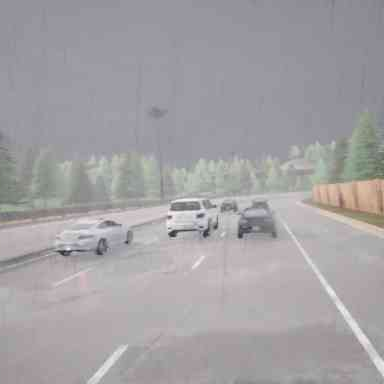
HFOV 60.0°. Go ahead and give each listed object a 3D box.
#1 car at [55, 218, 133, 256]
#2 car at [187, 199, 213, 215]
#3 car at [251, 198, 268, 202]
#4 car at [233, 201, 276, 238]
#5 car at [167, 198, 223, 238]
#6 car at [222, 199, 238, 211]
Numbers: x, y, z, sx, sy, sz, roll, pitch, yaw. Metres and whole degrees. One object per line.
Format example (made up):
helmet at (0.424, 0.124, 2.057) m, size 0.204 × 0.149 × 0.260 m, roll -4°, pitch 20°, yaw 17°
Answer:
car at (-4.262, 1.901, 14.951) m, size 1.812 × 1.442 × 4.674 m, roll -3°, pitch 0°, yaw 12°
car at (1.046, 1.778, 40.355) m, size 2.128 × 1.511 × 4.902 m, roll -3°, pitch 0°, yaw 12°
car at (7.882, 1.402, 38.882) m, size 1.812 × 1.442 × 4.674 m, roll -3°, pitch 0°, yaw 12°
car at (3.398, 1.478, 17.432) m, size 1.812 × 1.442 × 4.674 m, roll -3°, pitch 0°, yaw 12°
car at (0.166, 1.377, 19.150) m, size 2.150 × 2.045 × 5.566 m, roll -3°, pitch 0°, yaw 12°
car at (4.518, 1.606, 39.860) m, size 1.812 × 1.442 × 4.674 m, roll -3°, pitch 0°, yaw 12°
